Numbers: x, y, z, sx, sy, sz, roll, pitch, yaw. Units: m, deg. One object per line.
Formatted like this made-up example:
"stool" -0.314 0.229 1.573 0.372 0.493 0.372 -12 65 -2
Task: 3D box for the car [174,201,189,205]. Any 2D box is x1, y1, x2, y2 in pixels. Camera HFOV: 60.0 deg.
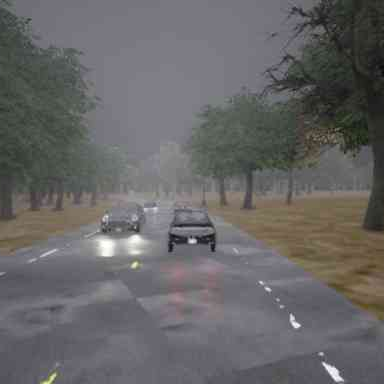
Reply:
"car" -1.199 1.680 36.416 2.033 1.411 5.357 0 0 -5

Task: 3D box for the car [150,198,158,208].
"car" -6.544 1.736 52.821 1.837 1.490 4.892 0 0 -7

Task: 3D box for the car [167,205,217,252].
"car" -0.042 1.514 14.068 2.128 1.511 4.902 0 0 -1

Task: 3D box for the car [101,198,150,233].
"car" -3.922 1.396 19.704 2.097 1.767 4.553 0 0 -2
